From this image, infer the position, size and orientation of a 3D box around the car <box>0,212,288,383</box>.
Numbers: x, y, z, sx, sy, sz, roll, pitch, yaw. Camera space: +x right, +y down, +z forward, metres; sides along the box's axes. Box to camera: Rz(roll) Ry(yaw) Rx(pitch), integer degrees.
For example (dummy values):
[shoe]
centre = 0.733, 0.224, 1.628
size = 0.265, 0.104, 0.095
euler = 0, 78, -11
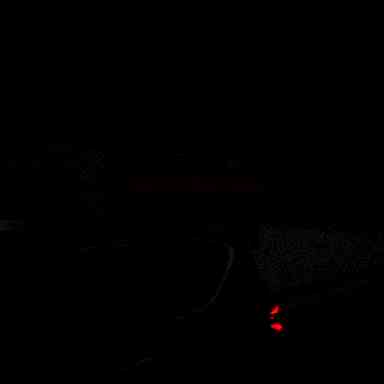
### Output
[car]
centre = -1.775, 1.221, 2.112
size = 5.566, 2.045, 2.150
euler = 0, 0, -36
